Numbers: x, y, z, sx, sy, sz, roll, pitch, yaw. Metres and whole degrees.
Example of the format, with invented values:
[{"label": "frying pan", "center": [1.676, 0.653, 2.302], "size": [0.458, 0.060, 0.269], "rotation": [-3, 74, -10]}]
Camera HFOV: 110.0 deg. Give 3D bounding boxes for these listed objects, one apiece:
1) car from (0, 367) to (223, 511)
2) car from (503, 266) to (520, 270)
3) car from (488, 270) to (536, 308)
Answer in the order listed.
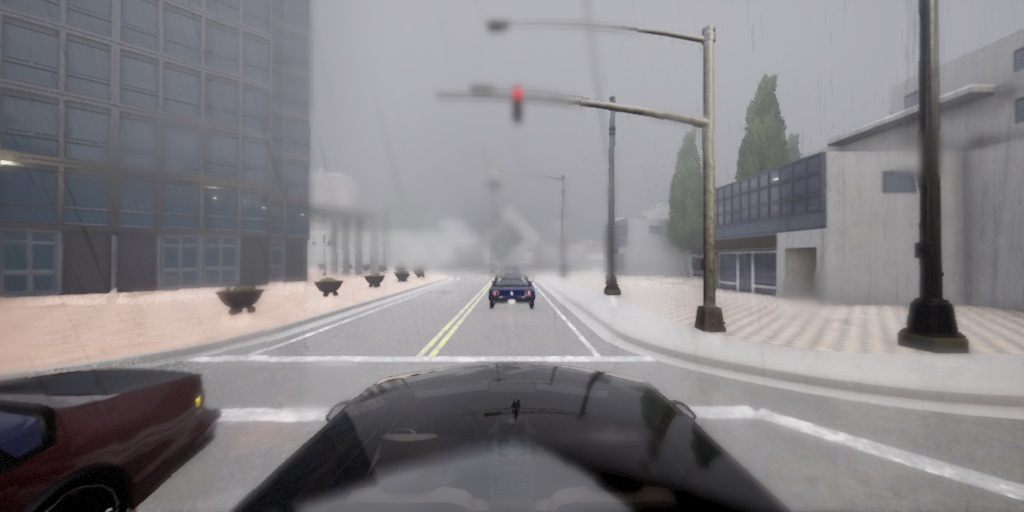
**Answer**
[{"label": "car", "center": [-3.473, 1.288, 0.783], "size": [2.033, 1.411, 5.357], "rotation": [0, -1, -1]}, {"label": "car", "center": [-0.007, 1.578, 30.839], "size": [2.033, 1.411, 5.357], "rotation": [0, -1, 0]}, {"label": "car", "center": [-0.001, 1.481, 15.956], "size": [1.895, 1.301, 4.718], "rotation": [0, -1, 0]}]
